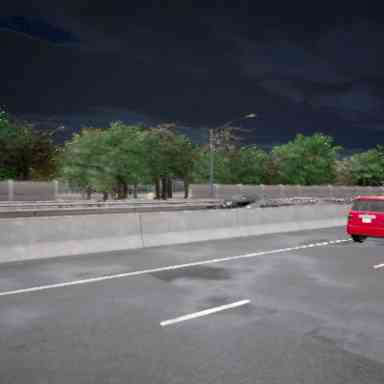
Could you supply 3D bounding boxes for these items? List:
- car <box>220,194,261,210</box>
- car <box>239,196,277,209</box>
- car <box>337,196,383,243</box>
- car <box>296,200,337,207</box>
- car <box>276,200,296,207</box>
[{"bbox_3d":[5.816,1.207,38.300,5.566,2.045,2.150,0,0,-36],"label":"car"},{"bbox_3d":[7.799,1.474,35.419,4.902,1.511,2.128,0,0,-36],"label":"car"},{"bbox_3d":[9.056,1.209,14.656,5.566,2.045,2.150,0,0,-36],"label":"car"},{"bbox_3d":[12.099,1.528,29.894,5.357,1.411,2.033,0,0,-36],"label":"car"},{"bbox_3d":[10.881,1.544,33.325,4.181,1.385,1.994,0,0,-36],"label":"car"}]
